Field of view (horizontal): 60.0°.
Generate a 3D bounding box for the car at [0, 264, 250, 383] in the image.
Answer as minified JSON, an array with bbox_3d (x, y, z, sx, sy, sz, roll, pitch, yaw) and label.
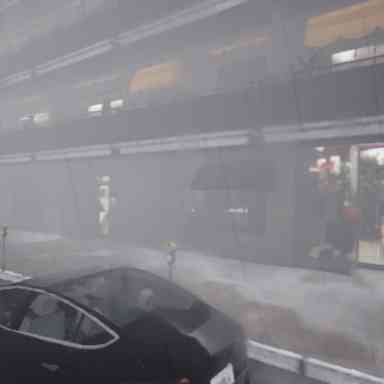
[{"bbox_3d":[-1.445,1.553,3.895,4.313,1.339,1.947,0,1,35],"label":"car"}]
